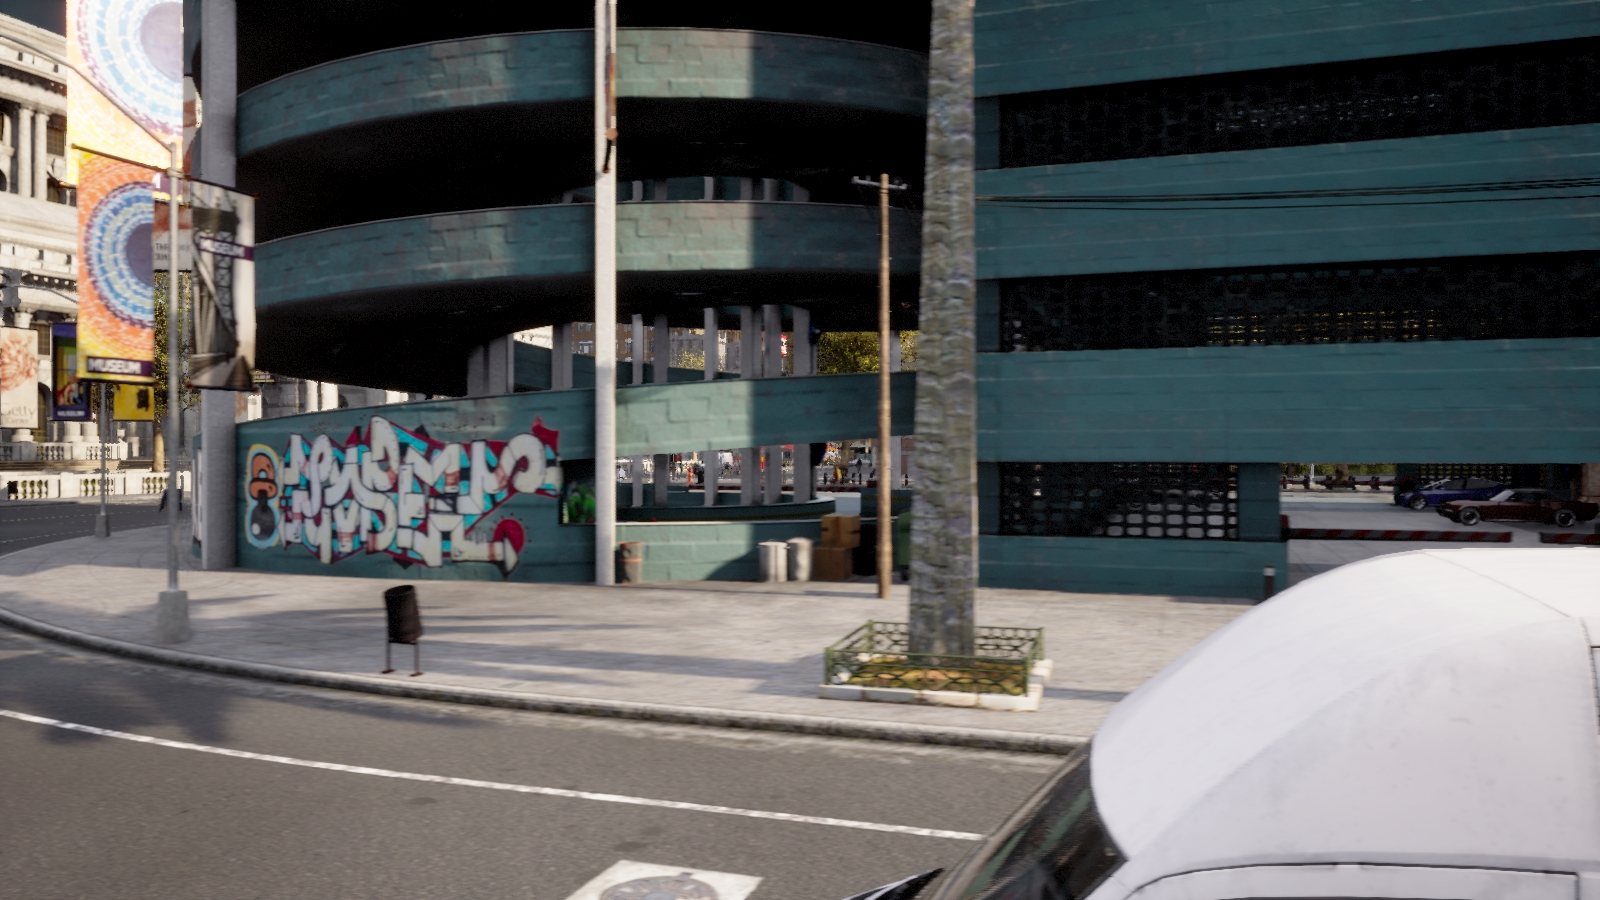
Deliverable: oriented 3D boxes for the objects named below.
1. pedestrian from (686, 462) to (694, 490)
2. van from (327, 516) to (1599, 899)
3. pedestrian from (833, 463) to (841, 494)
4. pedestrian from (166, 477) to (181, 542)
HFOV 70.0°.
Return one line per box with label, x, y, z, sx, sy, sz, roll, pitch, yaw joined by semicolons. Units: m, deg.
pedestrian;-7.249;1.702;75.247;0.375;1.860;0.375;0;0;-25
van;2.098;1.534;2.466;5.915;2.561;1.988;0;0;19
pedestrian;2.243;1.701;68.969;0.375;1.860;0.375;0;0;23
pedestrian;-17.990;1.698;32.799;0.375;1.860;0.375;0;0;-27
